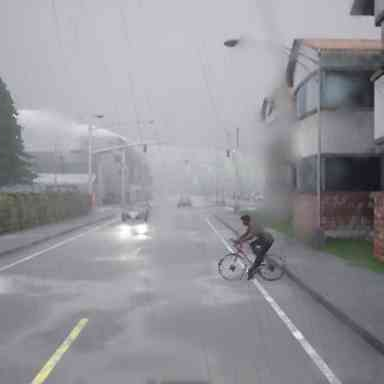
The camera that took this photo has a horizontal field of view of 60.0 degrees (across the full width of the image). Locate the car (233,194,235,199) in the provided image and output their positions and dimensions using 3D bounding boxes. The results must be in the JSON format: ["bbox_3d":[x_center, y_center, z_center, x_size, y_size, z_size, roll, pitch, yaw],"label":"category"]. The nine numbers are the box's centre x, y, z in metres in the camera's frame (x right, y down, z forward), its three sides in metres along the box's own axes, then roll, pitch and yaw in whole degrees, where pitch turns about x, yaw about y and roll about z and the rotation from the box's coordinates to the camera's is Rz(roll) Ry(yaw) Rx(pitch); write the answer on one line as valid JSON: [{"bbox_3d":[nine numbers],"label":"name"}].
[{"bbox_3d":[12.254,0.829,78.631,3.866,1.878,1.905,0,0,-2],"label":"car"}]

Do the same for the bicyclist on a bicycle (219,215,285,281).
[{"bbox_3d":[1.472,1.382,8.128,1.656,1.620,0.582,0,0,-1],"label":"bicyclist on a bicycle"}]

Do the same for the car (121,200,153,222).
[{"bbox_3d":[-4.104,1.408,25.361,2.128,1.511,4.902,0,0,-1],"label":"car"}]

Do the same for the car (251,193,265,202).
[{"bbox_3d":[13.054,1.048,59.433,3.806,1.475,1.970,0,0,-2],"label":"car"}]

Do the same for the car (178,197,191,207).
[{"bbox_3d":[-1.054,1.388,47.139,2.033,1.411,5.357,0,0,-1],"label":"car"}]

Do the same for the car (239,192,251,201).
[{"bbox_3d":[12.571,0.948,65.840,5.027,1.636,2.152,0,0,-2],"label":"car"}]

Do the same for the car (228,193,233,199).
[{"bbox_3d":[11.770,0.840,81.525,4.605,1.855,1.932,0,0,-2],"label":"car"}]
